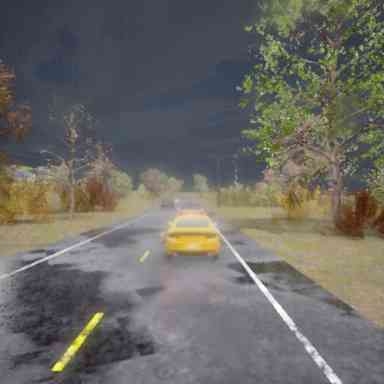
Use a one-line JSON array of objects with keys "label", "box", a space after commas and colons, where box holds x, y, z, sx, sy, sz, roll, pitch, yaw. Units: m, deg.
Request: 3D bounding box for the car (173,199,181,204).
[{"label": "car", "box": [-3.984, 2.579, 91.262, 1.994, 1.385, 4.181, 0, -1, 0]}]

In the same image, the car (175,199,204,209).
[{"label": "car", "box": [-0.038, 1.719, 27.254, 2.097, 1.767, 4.553, 0, -1, 0]}]

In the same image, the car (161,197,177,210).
[{"label": "car", "box": [-4.249, 1.976, 58.009, 2.150, 2.045, 5.566, 0, -1, -4]}]

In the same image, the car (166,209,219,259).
[{"label": "car", "box": [0.030, 1.660, 13.481, 1.882, 1.535, 5.008, 0, -1, 0]}]
